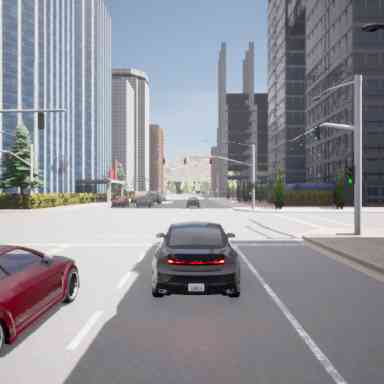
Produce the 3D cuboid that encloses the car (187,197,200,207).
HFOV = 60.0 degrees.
[{"bbox_3d":[0.193,1.525,51.252,1.812,1.442,4.674,0,0,0],"label":"car"}]

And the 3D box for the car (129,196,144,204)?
[{"bbox_3d":[-10.418,1.563,62.648,1.994,1.385,4.181,0,0,1],"label":"car"}]

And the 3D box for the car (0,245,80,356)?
[{"bbox_3d":[-3.427,1.564,5.565,1.994,1.385,4.181,0,0,1],"label":"car"}]

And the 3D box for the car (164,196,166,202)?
[{"bbox_3d":[-6.843,1.523,75.693,1.812,1.442,4.674,0,0,0],"label":"car"}]

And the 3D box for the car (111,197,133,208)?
[{"bbox_3d":[-10.482,1.477,48.873,1.882,1.535,5.008,0,0,0],"label":"car"}]

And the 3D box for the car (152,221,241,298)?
[{"bbox_3d":[0.095,1.505,8.523,1.837,1.490,4.892,0,0,0],"label":"car"}]

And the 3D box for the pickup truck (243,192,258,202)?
[{"bbox_3d":[13.272,1.057,72.747,2.390,2.098,6.274,0,0,31],"label":"pickup truck"}]

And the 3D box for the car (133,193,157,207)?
[{"bbox_3d":[-6.980,1.351,49.674,2.097,1.767,4.553,0,0,0],"label":"car"}]

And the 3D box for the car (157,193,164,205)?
[{"bbox_3d":[-6.936,1.217,61.405,2.150,2.045,5.566,0,1,1],"label":"car"}]

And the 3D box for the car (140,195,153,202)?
[{"bbox_3d":[-10.342,1.524,76.083,2.128,1.511,4.902,0,0,0],"label":"car"}]
